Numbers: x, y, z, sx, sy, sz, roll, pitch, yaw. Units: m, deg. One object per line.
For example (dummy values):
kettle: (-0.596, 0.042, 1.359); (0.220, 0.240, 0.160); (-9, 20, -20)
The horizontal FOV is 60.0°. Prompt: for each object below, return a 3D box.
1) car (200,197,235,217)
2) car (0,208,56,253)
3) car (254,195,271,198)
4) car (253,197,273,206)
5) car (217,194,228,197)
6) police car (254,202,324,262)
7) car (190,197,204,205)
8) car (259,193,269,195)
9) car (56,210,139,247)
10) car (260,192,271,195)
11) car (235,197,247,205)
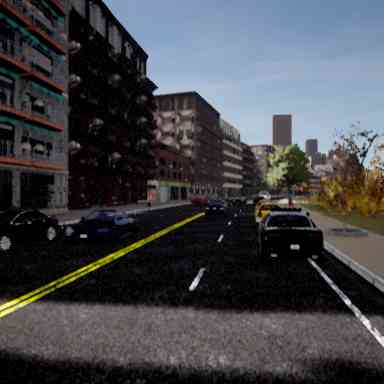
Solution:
car: (2.375, 1.423, 29.974); (2.033, 1.411, 5.357); (0, 0, 11)
car: (-7.338, 1.447, 13.498); (1.837, 1.490, 4.892); (0, 0, 10)
car: (6.174, 1.339, 27.874); (1.801, 1.575, 5.366); (0, 0, 11)
car: (5.092, 1.363, 22.056); (1.801, 1.575, 5.366); (0, 0, 10)
car: (5.113, 1.154, 56.967); (2.097, 1.767, 4.553); (0, 0, 15)
police car: (3.407, 1.373, 12.174); (1.930, 1.638, 5.238); (0, 0, 10)
car: (1.110, 1.408, 54.543); (1.895, 1.301, 4.718); (0, 0, 15)
car: (10.335, 1.317, 50.794); (1.837, 1.490, 4.892); (0, 0, 15)
car: (-3.831, 1.501, 14.720); (1.994, 1.385, 4.181); (0, 0, 10)
car: (14.558, 1.007, 66.649); (2.150, 2.045, 5.566); (0, 0, 17)
car: (7.753, 1.408, 53.649); (1.895, 1.301, 4.718); (0, 0, 15)
